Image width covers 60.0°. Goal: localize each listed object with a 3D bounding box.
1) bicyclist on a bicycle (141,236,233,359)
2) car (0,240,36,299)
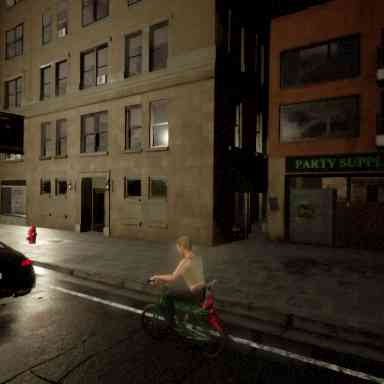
[{"bbox_3d":[-0.176,1.436,4.779,1.509,1.612,0.866,0,0,35],"label":"bicyclist on a bicycle"},{"bbox_3d":[-5.331,1.562,7.387,4.181,1.385,1.994,0,0,36],"label":"car"}]
